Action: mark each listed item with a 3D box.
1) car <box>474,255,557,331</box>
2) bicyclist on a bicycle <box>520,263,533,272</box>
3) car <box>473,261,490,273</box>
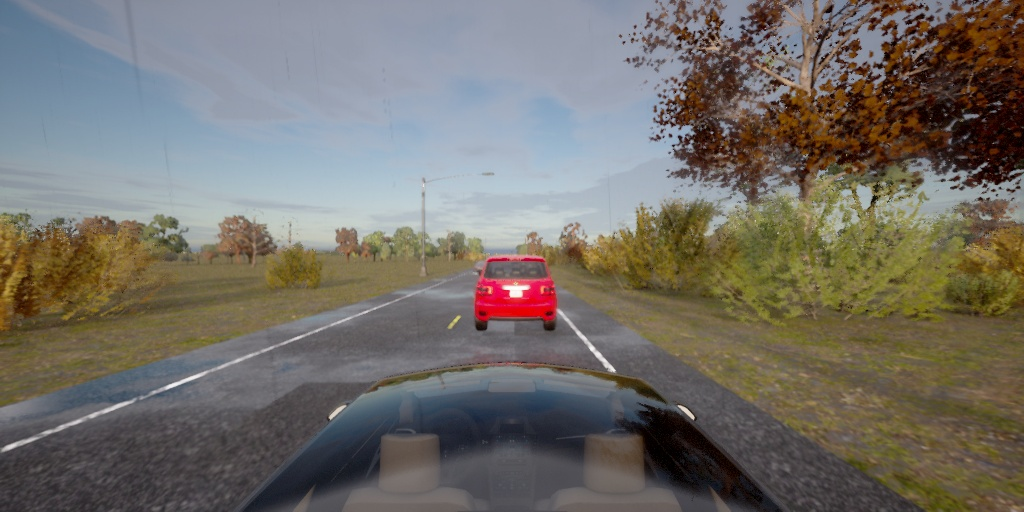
[{"bbox_3d":[0.087,0.990,11.220,2.150,2.045,5.566,0,0,0],"label":"car"},{"bbox_3d":[0.933,1.153,18.927,0.659,1.776,1.843,0,0,0],"label":"bicyclist on a bicycle"},{"bbox_3d":[-3.795,1.363,45.752,1.812,1.442,4.674,0,0,0],"label":"car"}]
